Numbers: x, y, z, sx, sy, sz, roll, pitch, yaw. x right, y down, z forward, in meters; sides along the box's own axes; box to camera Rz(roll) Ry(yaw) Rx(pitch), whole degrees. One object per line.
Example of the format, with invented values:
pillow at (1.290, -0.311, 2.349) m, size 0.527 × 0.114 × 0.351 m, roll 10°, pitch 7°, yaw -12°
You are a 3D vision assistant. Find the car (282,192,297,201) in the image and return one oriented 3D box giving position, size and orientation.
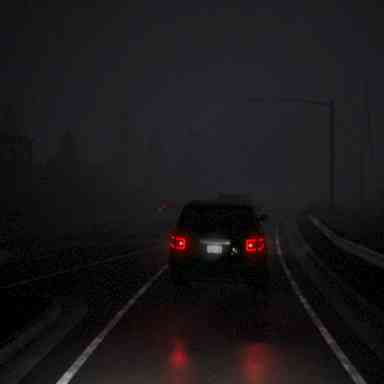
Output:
car at (23.598, 1.465, 79.793) m, size 1.837 × 1.490 × 4.892 m, roll 0°, pitch 0°, yaw 28°

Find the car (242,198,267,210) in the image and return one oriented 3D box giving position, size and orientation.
car at (8.050, 1.545, 42.556) m, size 1.994 × 1.385 × 4.181 m, roll 0°, pitch 0°, yaw 28°

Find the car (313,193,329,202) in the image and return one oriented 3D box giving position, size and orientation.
car at (29.436, 1.492, 75.856) m, size 1.812 × 1.442 × 4.674 m, roll 0°, pitch 0°, yaw 28°

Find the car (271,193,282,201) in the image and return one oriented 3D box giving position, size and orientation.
car at (20.695, 1.488, 81.793) m, size 1.812 × 1.442 × 4.674 m, roll 0°, pitch 0°, yaw 28°

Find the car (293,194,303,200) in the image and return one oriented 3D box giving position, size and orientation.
car at (28.454, 1.357, 89.011) m, size 1.812 × 1.442 × 4.674 m, roll 0°, pitch 0°, yaw 28°

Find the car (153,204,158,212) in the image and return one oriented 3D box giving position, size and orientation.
car at (-2.412, 1.585, 37.721) m, size 1.895 × 1.301 × 4.718 m, roll 0°, pitch 0°, yaw 28°

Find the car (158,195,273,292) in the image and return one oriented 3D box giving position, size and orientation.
car at (0.905, 1.218, 9.213) m, size 2.150 × 2.045 × 5.566 m, roll 0°, pitch 0°, yaw 10°

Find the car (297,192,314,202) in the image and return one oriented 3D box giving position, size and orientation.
car at (26.875, 1.321, 78.503) m, size 2.097 × 1.767 × 4.553 m, roll 0°, pitch 0°, yaw 28°
